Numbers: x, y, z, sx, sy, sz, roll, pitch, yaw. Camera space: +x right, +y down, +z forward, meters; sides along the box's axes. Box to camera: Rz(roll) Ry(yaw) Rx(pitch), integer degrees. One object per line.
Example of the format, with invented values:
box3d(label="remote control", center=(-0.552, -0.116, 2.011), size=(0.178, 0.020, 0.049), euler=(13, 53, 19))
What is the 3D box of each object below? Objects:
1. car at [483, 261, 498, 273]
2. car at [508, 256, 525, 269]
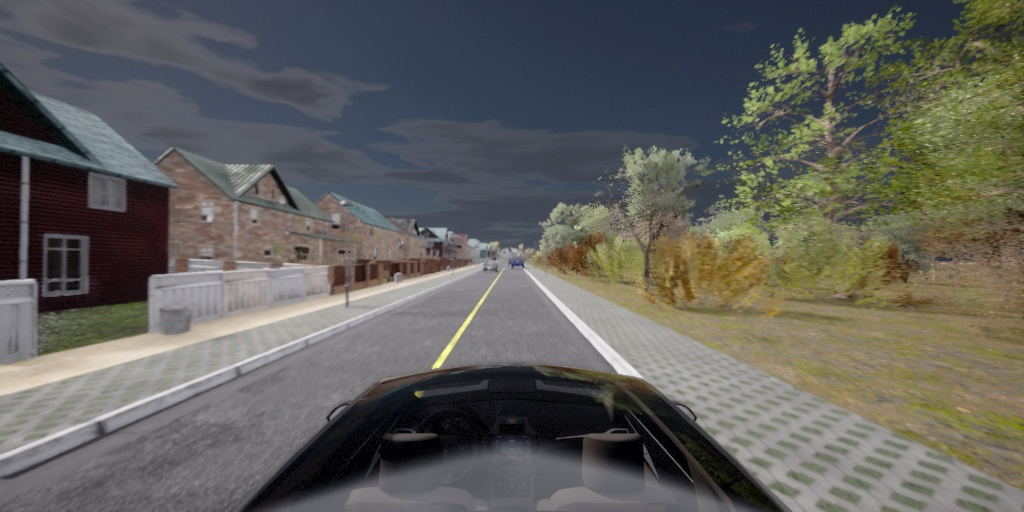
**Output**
box3d(label="car", center=(-2.797, 1.357, 47.199), size=(2.128, 1.511, 4.902), euler=(0, 0, 0))
box3d(label="car", center=(0.903, 1.040, 59.618), size=(2.150, 2.045, 5.566), euler=(-5, 0, 0))
